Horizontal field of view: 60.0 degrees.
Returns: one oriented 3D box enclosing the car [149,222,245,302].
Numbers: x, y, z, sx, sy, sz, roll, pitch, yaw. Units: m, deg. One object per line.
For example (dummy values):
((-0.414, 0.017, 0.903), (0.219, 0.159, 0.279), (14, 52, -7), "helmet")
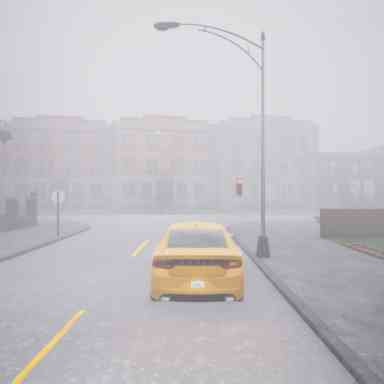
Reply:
((0.107, 1.477, 8.334), (1.882, 1.535, 5.008), (0, 0, 0), "car")
